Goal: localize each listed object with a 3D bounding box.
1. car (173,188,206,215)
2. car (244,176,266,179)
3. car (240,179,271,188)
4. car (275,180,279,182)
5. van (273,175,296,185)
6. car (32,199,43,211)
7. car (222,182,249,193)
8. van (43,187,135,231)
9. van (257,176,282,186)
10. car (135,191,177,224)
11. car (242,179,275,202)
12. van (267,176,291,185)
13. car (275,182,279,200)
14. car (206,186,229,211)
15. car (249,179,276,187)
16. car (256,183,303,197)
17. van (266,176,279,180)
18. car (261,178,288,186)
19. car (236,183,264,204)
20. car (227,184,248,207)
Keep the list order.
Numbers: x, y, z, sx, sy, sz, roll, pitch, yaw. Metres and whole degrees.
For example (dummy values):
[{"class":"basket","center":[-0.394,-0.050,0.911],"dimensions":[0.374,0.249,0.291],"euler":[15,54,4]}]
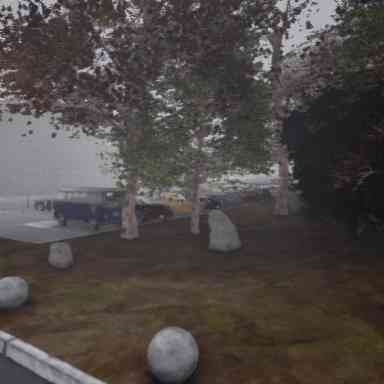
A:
[{"class":"car","center":[-2.049,0.687,21.358],"dimensions":[5.366,1.575,1.946],"euler":[1,4,37]},{"class":"car","center":[10.185,-1.756,59.493],"dimensions":[5.566,2.045,2.435],"euler":[1,4,37]},{"class":"car","center":[11.732,-1.654,61.847],"dimensions":[5.366,1.575,1.946],"euler":[1,4,37]},{"class":"car","center":[8.011,-0.165,34.600],"dimensions":[5.008,1.535,2.097],"euler":[1,4,37]},{"class":"van","center":[20.318,-2.593,72.895],"dimensions":[4.442,1.987,1.878],"euler":[1,4,37]},{"class":"car","center":[-9.464,0.722,25.210],"dimensions":[1.895,1.301,4.718],"euler":[1,4,37]},{"class":"car","center":[6.061,-0.650,46.001],"dimensions":[1.994,1.385,4.181],"euler":[1,4,37]},{"class":"van","center":[-5.303,0.754,16.855],"dimensions":[4.442,1.987,1.878],"euler":[1,4,37]},{"class":"van","center":[15.310,-2.157,66.151],"dimensions":[4.442,1.987,1.878],"euler":[1,4,37]},{"class":"car","center":[-3.529,0.868,19.004],"dimensions":[4.792,1.488,2.163],"euler":[1,4,37]},{"class":"car","center":[4.733,-0.004,30.121],"dimensions":[4.553,1.767,2.185],"euler":[1,4,37]},{"class":"van","center":[18.463,-2.449,70.788],"dimensions":[4.442,1.987,1.878],"euler":[1,4,37]},{"class":"car","center":[6.361,0.018,32.375],"dimensions":[4.674,1.452,2.002],"euler":[1,4,37]},{"class":"car","center":[-0.224,0.580,23.456],"dimensions":[4.792,1.488,2.163],"euler":[1,4,37]},{"class":"car","center":[13.553,-1.751,63.985],"dimensions":[4.674,1.452,2.002],"euler":[1,4,37]},{"class":"car","center":[9.666,-0.267,36.828],"dimensions":[4.674,1.452,2.002],"euler":[1,4,37]},{"class":"van","center":[11.411,-0.672,38.967],"dimensions":[4.442,1.987,1.878],"euler":[1,4,37]},{"class":"car","center":[16.884,-2.077,68.483],"dimensions":[5.008,1.535,2.097],"euler":[1,4,37]},{"class":"car","center":[3.061,0.263,27.917],"dimensions":[5.008,1.535,2.097],"euler":[1,4,37]},{"class":"car","center":[1.399,0.408,25.699],"dimensions":[4.892,1.521,2.231],"euler":[1,4,37]}]
